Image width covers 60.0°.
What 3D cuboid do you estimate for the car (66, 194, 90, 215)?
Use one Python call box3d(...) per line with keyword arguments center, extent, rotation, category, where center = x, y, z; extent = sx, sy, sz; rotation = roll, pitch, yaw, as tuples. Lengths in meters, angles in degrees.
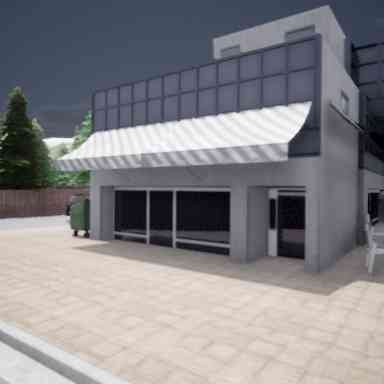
box3d(center=(-7.163, 1.164, 26.397), extent=(2.150, 2.045, 5.566), rotation=(1, 1, 38), category="car")
